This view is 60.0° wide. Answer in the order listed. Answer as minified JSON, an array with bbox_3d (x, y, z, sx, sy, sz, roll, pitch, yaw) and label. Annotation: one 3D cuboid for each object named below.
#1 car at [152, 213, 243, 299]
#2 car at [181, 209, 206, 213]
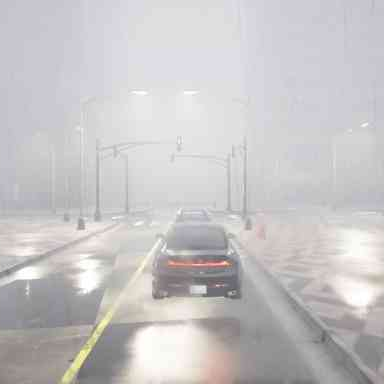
[{"bbox_3d":[0.100,1.502,8.391,1.837,1.490,4.892,0,0,0],"label":"car"},{"bbox_3d":[0.059,1.556,17.294,1.994,1.385,4.181,0,0,1],"label":"car"}]
